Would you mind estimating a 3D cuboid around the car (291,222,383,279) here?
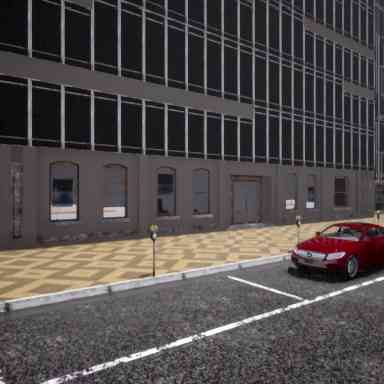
[{"bbox_3d":[4.782,1.582,9.989,4.206,1.307,1.802,0,0,-36],"label":"car"}]
